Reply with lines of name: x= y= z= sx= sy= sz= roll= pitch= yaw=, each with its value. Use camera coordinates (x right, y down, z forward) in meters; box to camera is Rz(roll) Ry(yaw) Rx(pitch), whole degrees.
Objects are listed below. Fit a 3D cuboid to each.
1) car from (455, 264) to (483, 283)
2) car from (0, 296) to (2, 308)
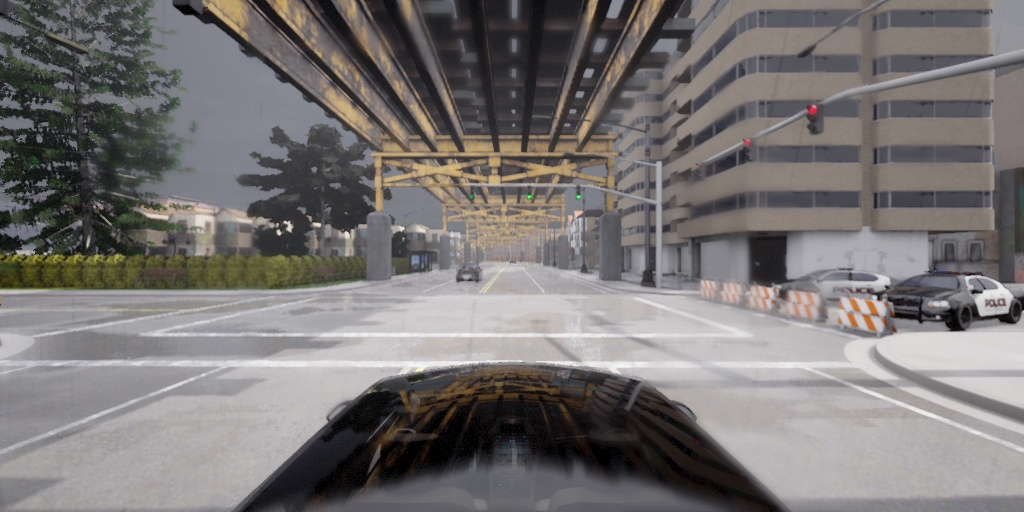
car: x=-3.432 y=1.416 z=29.449 sx=2.128 sy=1.511 sz=4.902 roll=0 pitch=1 yaw=0
car: x=-19.991 y=1.275 z=11.713 sx=5.008 sy=1.535 sz=1.882 roll=0 pitch=0 yaw=0
